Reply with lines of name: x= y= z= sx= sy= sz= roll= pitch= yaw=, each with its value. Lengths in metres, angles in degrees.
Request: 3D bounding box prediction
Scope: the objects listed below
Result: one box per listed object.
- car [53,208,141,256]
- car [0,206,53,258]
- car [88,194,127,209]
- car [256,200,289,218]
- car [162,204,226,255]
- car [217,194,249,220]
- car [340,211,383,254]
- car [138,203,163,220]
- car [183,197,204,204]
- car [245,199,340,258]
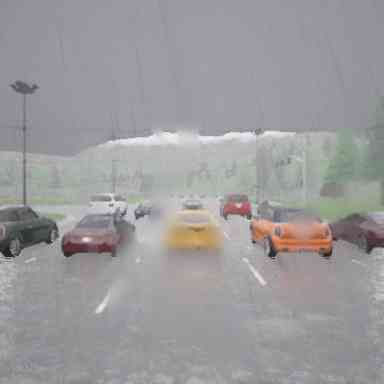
car: x=-3.438 y=1.532 z=12.946 sx=1.994 sy=1.385 sz=4.181 roll=0 pitch=0 yaw=0
car: x=-6.939 y=1.321 z=12.789 sx=2.097 sy=1.767 sz=4.553 roll=0 pitch=0 yaw=0
car: x=-6.936 y=1.156 z=27.806 sx=2.150 sy=2.045 sz=5.566 roll=0 pitch=0 yaw=0
car: x=7.075 y=1.453 z=29.798 sx=1.812 sy=1.442 sz=4.674 roll=0 pitch=0 yaw=0
car: x=0.065 y=1.446 z=13.104 sx=1.882 sy=1.535 sz=5.008 roll=0 pitch=0 yaw=0
car: x=3.564 y=1.156 z=27.864 sx=2.150 sy=2.045 sz=5.566 roll=0 pitch=0 yaw=0
car: x=7.064 y=1.494 z=13.282 sx=1.812 sy=1.442 sz=4.674 roll=0 pitch=0 yaw=0
car: x=-3.439 y=1.534 z=27.378 sx=1.895 sy=1.301 sz=4.718 roll=0 pitch=0 yaw=0
car: x=0.075 y=1.453 z=29.810 sx=1.812 sy=1.442 sz=4.674 roll=0 pitch=0 yaw=0
car: x=3.561 y=1.321 z=12.758 sx=2.097 sy=1.767 sz=4.553 roll=0 pitch=0 yaw=0
